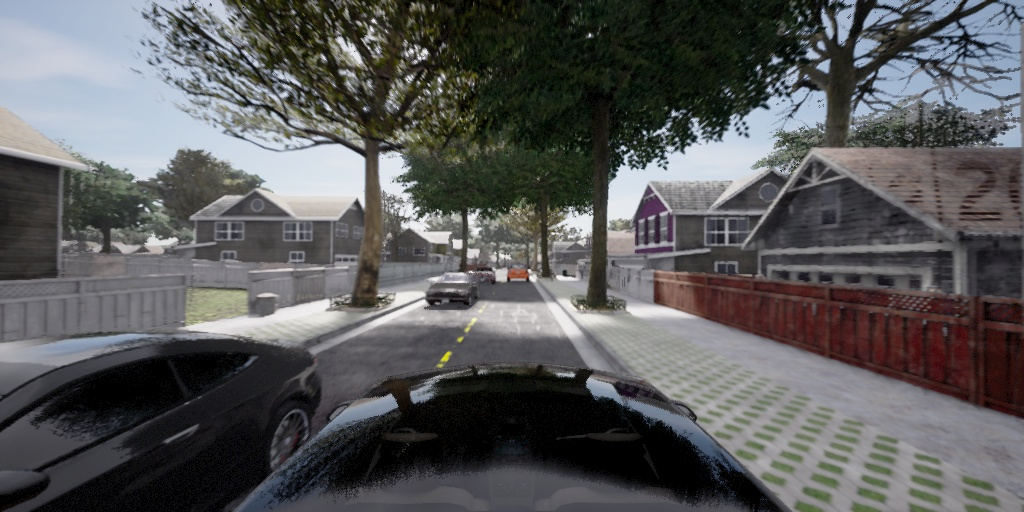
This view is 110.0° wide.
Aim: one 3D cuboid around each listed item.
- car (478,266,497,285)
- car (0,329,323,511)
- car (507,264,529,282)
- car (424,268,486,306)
[{"bbox_3d":[-2.325,1.618,30.684,1.812,1.442,4.674,0,0,0],"label":"car"},{"bbox_3d":[-2.905,1.258,1.955,1.812,1.442,4.674,0,-1,1],"label":"car"},{"bbox_3d":[0.587,1.520,34.491,2.097,1.767,4.553,0,-1,1],"label":"car"},{"bbox_3d":[-2.630,1.462,17.054,2.033,1.411,5.357,0,-1,1],"label":"car"}]
